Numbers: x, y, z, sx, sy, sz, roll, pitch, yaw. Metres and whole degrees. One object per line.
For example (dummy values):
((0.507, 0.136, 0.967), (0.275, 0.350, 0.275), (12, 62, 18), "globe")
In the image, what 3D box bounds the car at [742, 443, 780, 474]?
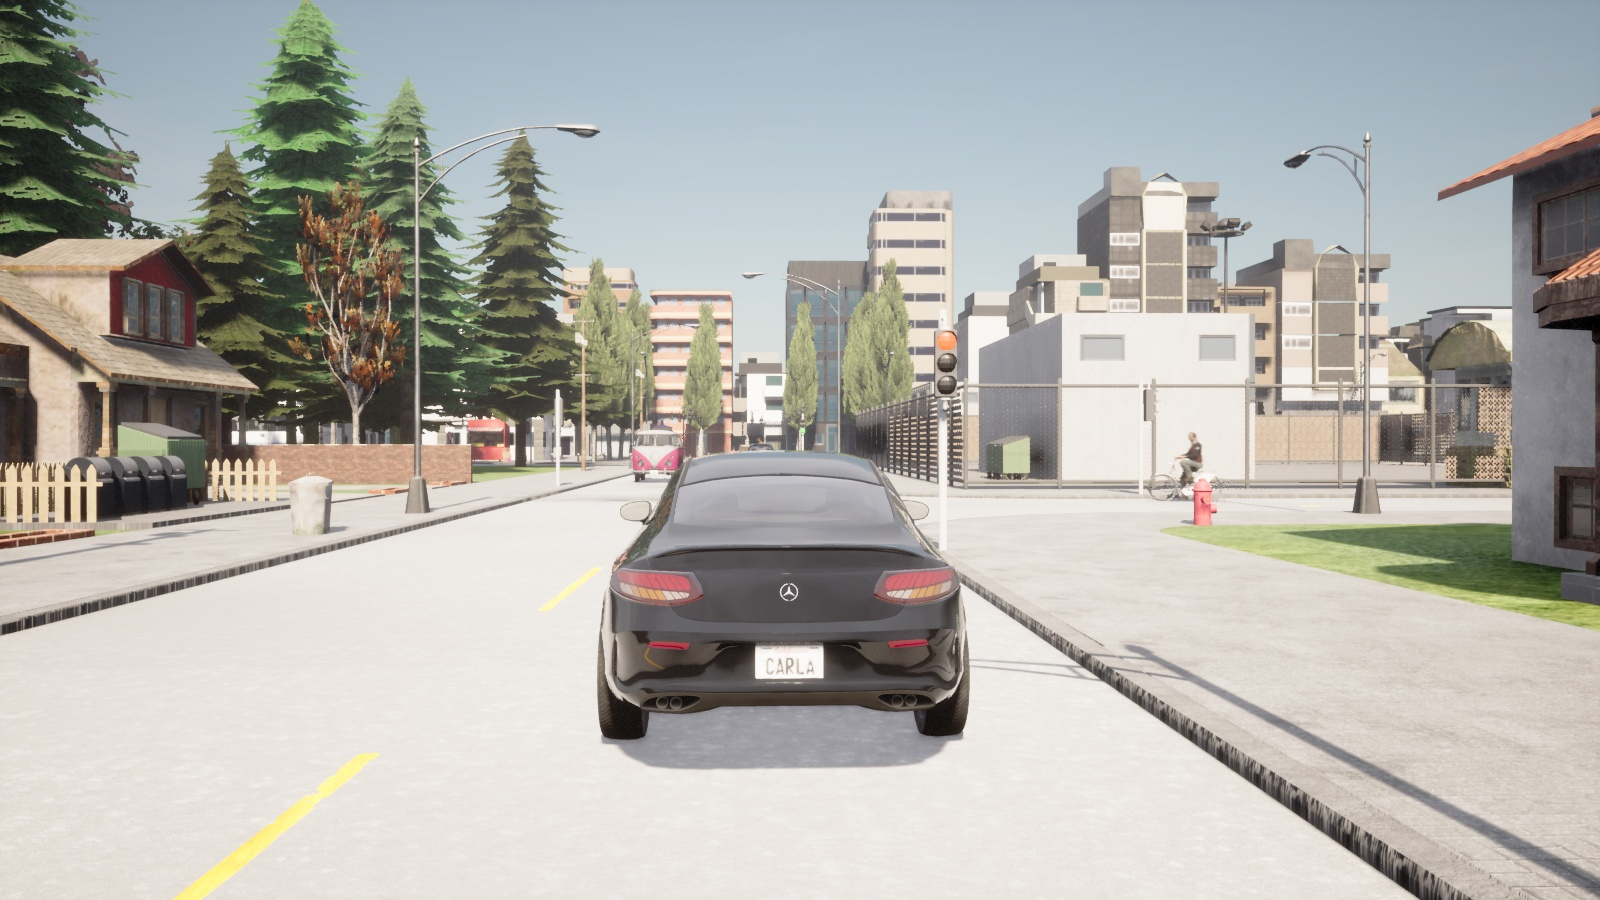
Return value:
((-1.920, 0.411, 61.512), (1.816, 1.474, 4.193), (0, 0, -2), "car")

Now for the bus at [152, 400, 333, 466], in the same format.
((-36.825, -1.130, 83.327), (10.273, 4.253, 3.944), (0, 0, -2), "bus")

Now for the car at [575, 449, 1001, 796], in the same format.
((-0.142, 0.729, 7.674), (1.812, 1.442, 4.674), (0, 0, -2), "car")

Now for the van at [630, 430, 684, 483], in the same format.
((-5.522, 0.218, 49.039), (1.775, 1.987, 4.442), (0, 0, -2), "van")

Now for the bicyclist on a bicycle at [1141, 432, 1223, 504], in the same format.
((9.516, 0.448, 31.314), (1.843, 1.776, 0.659), (0, 0, -2), "bicyclist on a bicycle")
